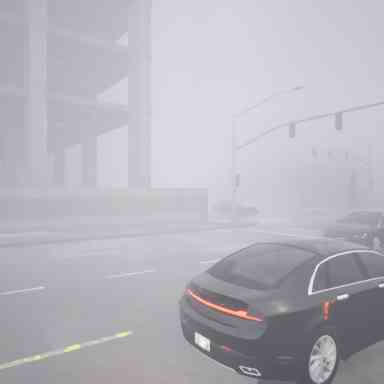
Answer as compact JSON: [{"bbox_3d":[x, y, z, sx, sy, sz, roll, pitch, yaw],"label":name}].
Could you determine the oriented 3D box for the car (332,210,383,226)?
[{"bbox_3d":[7.244,1.505,13.506,4.892,1.490,1.837,0,0,-36],"label":"car"}]

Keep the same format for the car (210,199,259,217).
[{"bbox_3d":[4.128,1.601,31.696,1.895,1.301,4.718,0,0,-36],"label":"car"}]

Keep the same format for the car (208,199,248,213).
[{"bbox_3d":[3.991,1.526,37.850,1.812,1.442,4.674,0,0,-36],"label":"car"}]

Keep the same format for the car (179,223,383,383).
[{"bbox_3d":[2.106,1.505,5.292,4.892,1.490,1.837,0,0,-35],"label":"car"}]
